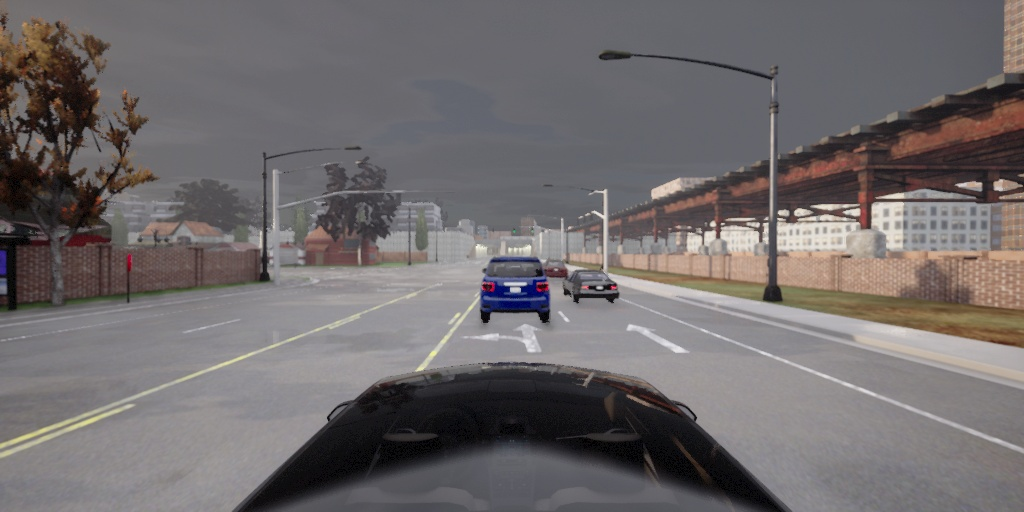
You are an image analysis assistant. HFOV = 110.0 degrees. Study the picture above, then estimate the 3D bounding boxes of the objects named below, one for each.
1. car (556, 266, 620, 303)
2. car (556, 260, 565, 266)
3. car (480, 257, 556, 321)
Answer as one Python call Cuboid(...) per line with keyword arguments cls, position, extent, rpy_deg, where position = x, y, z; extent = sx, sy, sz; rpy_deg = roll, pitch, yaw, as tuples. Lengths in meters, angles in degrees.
Cuboid(cls="car", position=(3.594, 1.368, 17.235), extent=(2.033, 1.411, 5.357), rpy_deg=(0, 0, 0))
Cuboid(cls="car", position=(3.585, 1.156, 31.341), extent=(2.097, 1.767, 4.553), rpy_deg=(0, 0, 0))
Cuboid(cls="car", position=(0.093, 1.033, 12.808), extent=(2.150, 2.045, 5.566), rpy_deg=(0, 0, 0))
